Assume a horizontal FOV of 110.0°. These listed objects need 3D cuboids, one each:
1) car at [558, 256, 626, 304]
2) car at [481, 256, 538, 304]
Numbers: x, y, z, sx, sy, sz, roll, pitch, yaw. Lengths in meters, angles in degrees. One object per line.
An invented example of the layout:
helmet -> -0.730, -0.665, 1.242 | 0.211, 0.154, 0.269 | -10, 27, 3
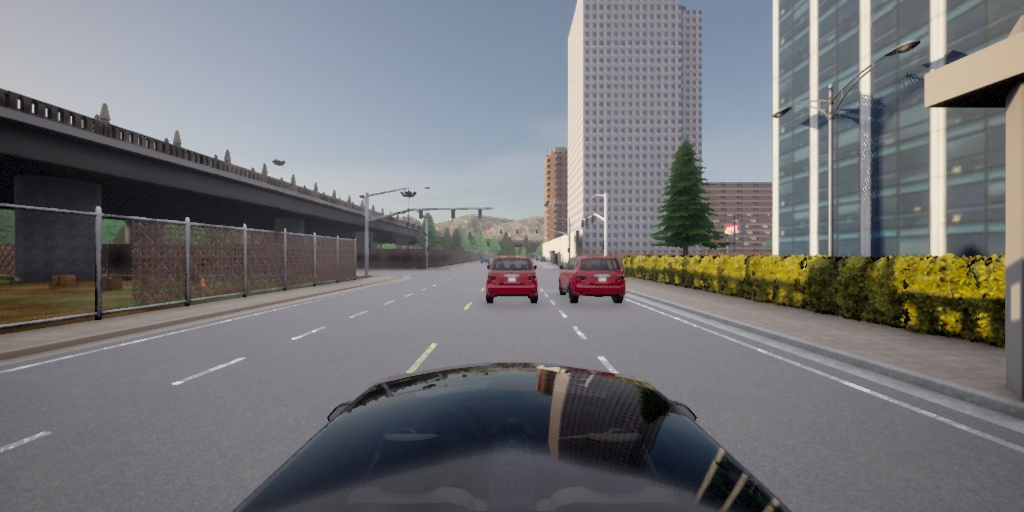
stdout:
car -> 3.500, 1.007, 16.530 | 2.150, 2.045, 5.566 | 0, 0, 0
car -> 0.000, 1.007, 16.530 | 2.150, 2.045, 5.566 | 0, 0, 0
